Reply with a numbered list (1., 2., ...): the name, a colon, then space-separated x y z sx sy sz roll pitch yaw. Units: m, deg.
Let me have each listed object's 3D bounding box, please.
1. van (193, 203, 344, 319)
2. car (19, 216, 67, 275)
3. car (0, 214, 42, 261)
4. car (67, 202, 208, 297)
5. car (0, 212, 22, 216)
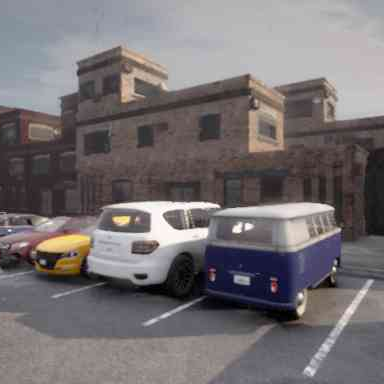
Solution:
1. van: 2.126 1.277 7.582 1.878 1.987 4.442 -1 0 36
2. car: -2.425 1.554 10.694 2.097 1.535 5.008 -1 0 36
3. car: -4.671 1.622 12.294 2.002 1.452 4.674 -1 0 36
4. car: -0.170 1.276 9.113 2.435 2.045 5.566 -1 0 36
5. car: -9.164 1.642 15.490 2.231 1.521 4.892 -1 0 36
